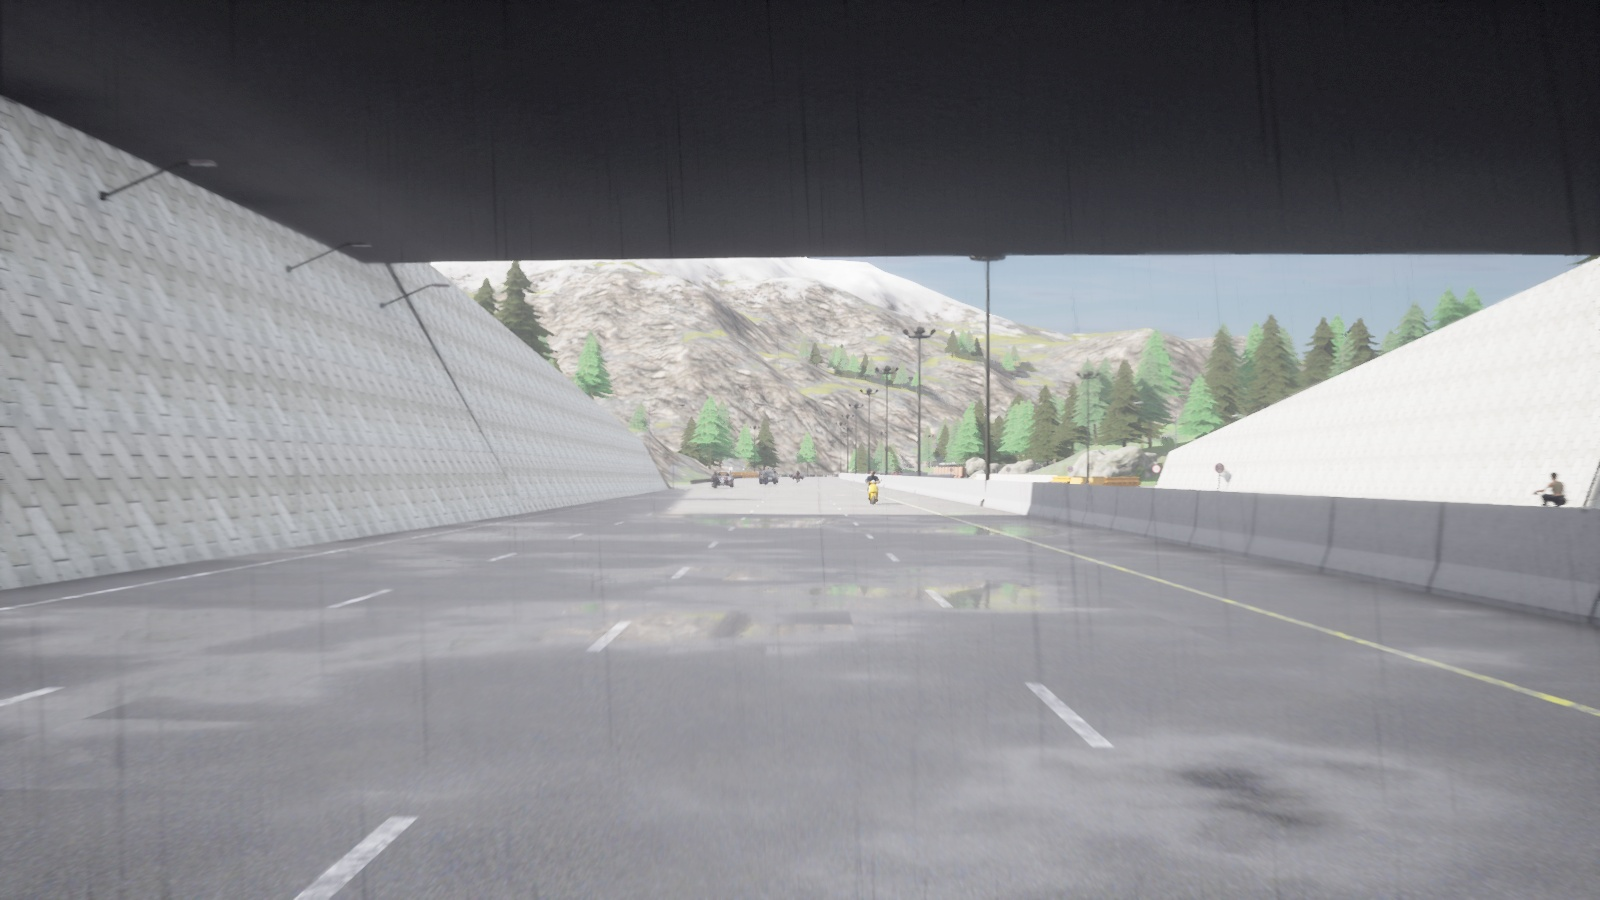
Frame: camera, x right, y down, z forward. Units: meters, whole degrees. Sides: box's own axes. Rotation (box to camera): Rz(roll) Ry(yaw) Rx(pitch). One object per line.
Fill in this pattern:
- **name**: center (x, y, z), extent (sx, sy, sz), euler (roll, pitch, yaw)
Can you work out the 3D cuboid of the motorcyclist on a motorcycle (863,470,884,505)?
- **motorcyclist on a motorcycle**: center (3.395, 1.730, 58.502), extent (0.866, 1.590, 1.817), euler (0, -1, 0)
